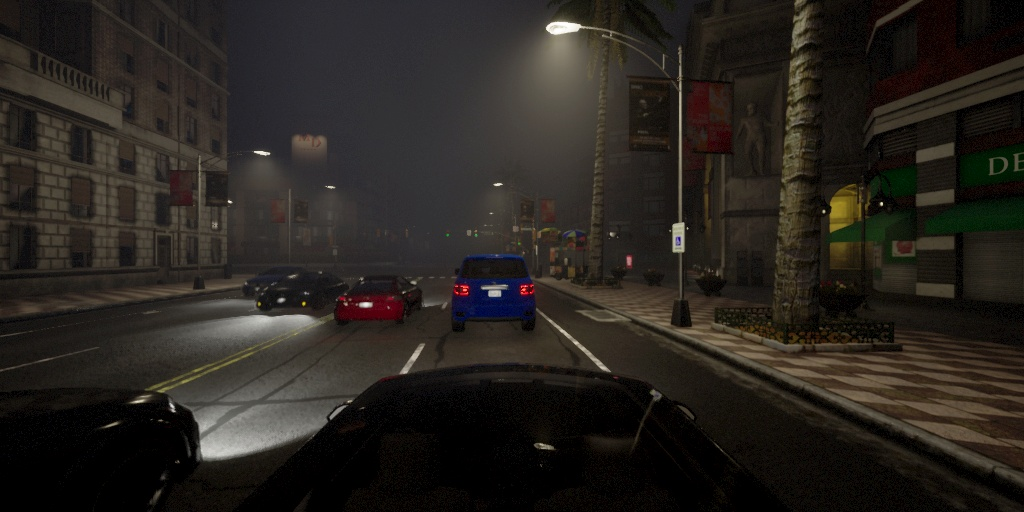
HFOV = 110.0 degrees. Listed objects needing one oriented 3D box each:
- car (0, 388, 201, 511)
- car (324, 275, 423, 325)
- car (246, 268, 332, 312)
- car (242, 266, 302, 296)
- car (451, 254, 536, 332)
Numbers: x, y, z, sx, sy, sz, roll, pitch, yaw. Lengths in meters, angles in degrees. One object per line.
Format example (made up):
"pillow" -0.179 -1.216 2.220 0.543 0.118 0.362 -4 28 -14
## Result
"car" -3.693 1.314 1.306 1.994 1.385 4.181 0 0 2
"car" -4.214 1.314 11.907 1.994 1.385 4.181 0 0 -5
"car" -8.044 1.313 14.172 1.994 1.385 4.181 0 0 -6
"car" -12.052 1.275 18.988 1.812 1.442 4.674 0 0 -6
"car" -0.605 0.971 11.048 2.150 2.045 5.566 0 0 -4
